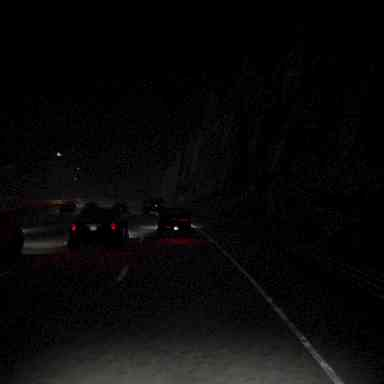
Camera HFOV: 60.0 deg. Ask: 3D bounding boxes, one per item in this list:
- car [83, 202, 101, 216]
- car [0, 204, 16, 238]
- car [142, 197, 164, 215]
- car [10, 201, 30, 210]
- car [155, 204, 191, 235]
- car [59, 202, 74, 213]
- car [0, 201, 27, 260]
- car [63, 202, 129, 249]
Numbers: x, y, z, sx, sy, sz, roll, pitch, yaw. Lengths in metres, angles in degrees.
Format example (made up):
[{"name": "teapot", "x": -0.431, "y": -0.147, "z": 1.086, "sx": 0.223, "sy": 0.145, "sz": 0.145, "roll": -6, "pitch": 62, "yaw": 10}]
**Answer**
[{"name": "car", "x": -12.149, "y": 1.985, "z": 40.584, "sx": 1.837, "sy": 1.490, "sz": 4.892, "roll": 0, "pitch": 0, "yaw": -13}, {"name": "car", "x": -11.478, "y": 1.621, "z": 17.803, "sx": 2.097, "sy": 1.767, "sz": 4.553, "roll": -1, "pitch": -1, "yaw": -6}, {"name": "car", "x": -4.531, "y": 1.616, "z": 39.066, "sx": 2.150, "sy": 2.045, "sz": 5.566, "roll": 0, "pitch": 0, "yaw": -13}, {"name": "car", "x": -31.571, "y": 2.370, "z": 61.249, "sx": 2.128, "sy": 1.511, "sz": 4.902, "roll": 0, "pitch": -1, "yaw": -13}, {"name": "car", "x": -1.152, "y": 1.698, "z": 20.121, "sx": 1.837, "sy": 1.490, "sz": 4.892, "roll": 0, "pitch": 0, "yaw": -7}, {"name": "car", "x": -16.891, "y": 2.094, "z": 45.532, "sx": 1.812, "sy": 1.442, "sz": 4.674, "roll": 0, "pitch": 0, "yaw": -14}, {"name": "car", "x": -7.247, "y": 1.383, "z": 10.101, "sx": 2.150, "sy": 2.045, "sz": 5.566, "roll": 0, "pitch": 0, "yaw": -4}, {"name": "car", "x": -4.234, "y": 1.533, "z": 15.685, "sx": 2.097, "sy": 1.767, "sz": 4.553, "roll": -1, "pitch": -1, "yaw": -6}]
